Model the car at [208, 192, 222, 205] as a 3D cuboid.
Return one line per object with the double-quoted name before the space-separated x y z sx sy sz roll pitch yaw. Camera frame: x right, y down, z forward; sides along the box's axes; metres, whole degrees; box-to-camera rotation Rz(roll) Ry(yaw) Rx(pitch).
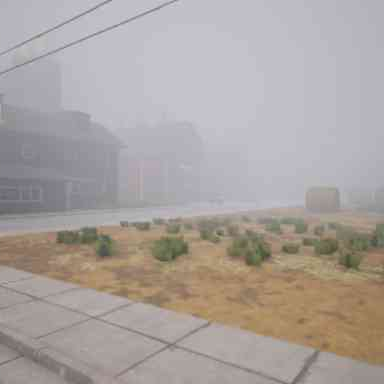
"car" 3.836 1.073 55.446 1.905 1.878 3.866 6 1 -8
